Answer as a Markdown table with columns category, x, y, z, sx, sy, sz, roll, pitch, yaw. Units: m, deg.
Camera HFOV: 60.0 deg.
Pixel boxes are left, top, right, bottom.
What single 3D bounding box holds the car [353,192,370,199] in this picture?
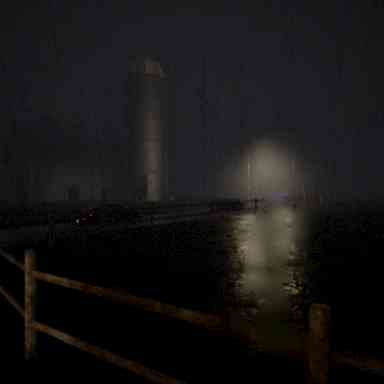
| category | x | y | z | sx | sy | sz | roll | pitch | yaw |
| --- | --- | --- | --- | --- | --- | --- | --- | --- | --- |
| car | 39.206 | 0.914 | 77.750 | 2.033 | 1.411 | 5.357 | -1 | 0 | 42 |

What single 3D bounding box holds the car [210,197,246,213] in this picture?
| category | x | y | z | sx | sy | sz | roll | pitch | yaw |
| --- | --- | --- | --- | --- | --- | --- | --- | --- | --- |
| car | 3.568 | 1.232 | 32.527 | 2.128 | 1.511 | 4.902 | -1 | 0 | 35 |

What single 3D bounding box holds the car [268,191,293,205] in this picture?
| category | x | y | z | sx | sy | sz | roll | pitch | yaw |
| --- | --- | --- | --- | --- | --- | --- | --- | --- | --- |
| car | 13.695 | 0.855 | 50.982 | 2.150 | 2.045 | 5.566 | -1 | 0 | 37 |

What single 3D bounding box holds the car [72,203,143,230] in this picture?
| category | x | y | z | sx | sy | sz | roll | pitch | yaw |
| --- | --- | --- | --- | --- | --- | --- | --- | --- | --- |
| car | -4.977 | 1.371 | 20.060 | 1.812 | 1.442 | 4.674 | -1 | 0 | 34 |
